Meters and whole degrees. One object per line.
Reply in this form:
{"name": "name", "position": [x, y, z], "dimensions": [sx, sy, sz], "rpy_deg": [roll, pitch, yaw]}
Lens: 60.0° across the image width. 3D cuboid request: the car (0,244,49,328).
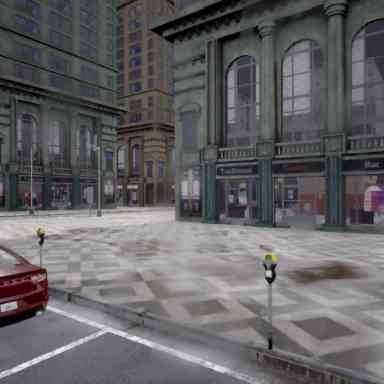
{"name": "car", "position": [-4.493, 1.545, 6.170], "dimensions": [4.507, 1.381, 1.887], "rpy_deg": [0, 0, 35]}
